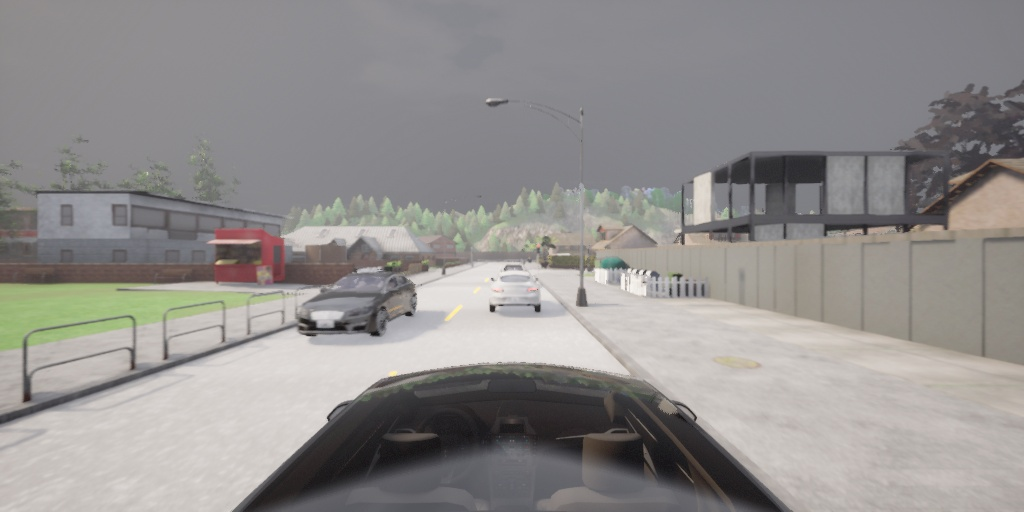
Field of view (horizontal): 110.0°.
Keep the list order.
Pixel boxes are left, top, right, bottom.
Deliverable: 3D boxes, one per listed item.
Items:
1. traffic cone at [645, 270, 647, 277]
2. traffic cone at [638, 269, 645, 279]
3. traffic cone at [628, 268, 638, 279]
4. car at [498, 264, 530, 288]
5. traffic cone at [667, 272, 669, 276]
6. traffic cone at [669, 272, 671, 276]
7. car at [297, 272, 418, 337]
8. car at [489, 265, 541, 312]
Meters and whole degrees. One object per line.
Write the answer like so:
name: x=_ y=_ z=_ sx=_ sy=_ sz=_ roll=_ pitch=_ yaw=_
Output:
traffic cone: x=11.748 y=1.520 z=32.405 sx=0.344 sy=0.586 sz=0.344 roll=0 pitch=0 yaw=0
traffic cone: x=11.387 y=1.518 z=31.835 sx=0.344 sy=0.586 sz=0.344 roll=0 pitch=0 yaw=0
traffic cone: x=10.388 y=1.543 z=30.795 sx=0.344 sy=0.586 sz=0.344 roll=0 pitch=0 yaw=0
car: x=0.099 y=1.284 z=24.068 sx=1.994 sy=1.385 sz=4.181 roll=0 pitch=0 yaw=0
traffic cone: x=15.794 y=1.521 z=37.289 sx=0.344 sy=0.586 sz=0.344 roll=0 pitch=0 yaw=0
traffic cone: x=16.314 y=1.549 z=38.009 sx=0.344 sy=0.586 sz=0.344 roll=0 pitch=0 yaw=0
car: x=-4.088 y=1.230 z=10.313 sx=2.128 sy=1.511 sz=4.902 roll=0 pitch=0 yaw=0
car: x=0.107 y=1.259 z=13.978 sx=1.812 sy=1.442 sz=4.674 roll=0 pitch=0 yaw=0
